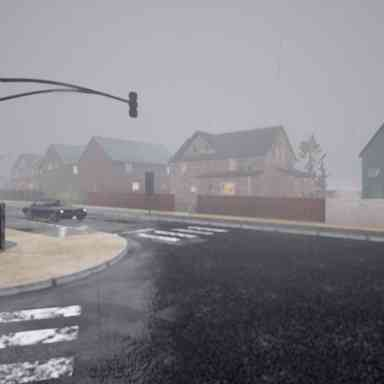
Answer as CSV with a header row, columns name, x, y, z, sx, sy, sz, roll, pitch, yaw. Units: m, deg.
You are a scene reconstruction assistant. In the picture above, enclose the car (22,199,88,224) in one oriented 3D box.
name,x,y,z,sx,sy,sz,roll,pitch,yaw
car,-8.401,1.118,20.320,4.718,1.301,1.895,1,1,39
